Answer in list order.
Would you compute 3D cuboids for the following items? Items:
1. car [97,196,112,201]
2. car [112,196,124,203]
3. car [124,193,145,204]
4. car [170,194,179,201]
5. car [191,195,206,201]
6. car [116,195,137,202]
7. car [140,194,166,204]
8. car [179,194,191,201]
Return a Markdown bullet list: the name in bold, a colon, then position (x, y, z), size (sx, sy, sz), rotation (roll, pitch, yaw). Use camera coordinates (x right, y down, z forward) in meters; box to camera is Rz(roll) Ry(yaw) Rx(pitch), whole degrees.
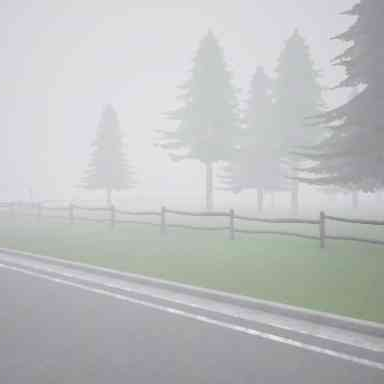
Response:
- **car**: position (-20.734, 1.565, 80.679), size (1.895, 1.301, 4.718), rotation (0, 0, 36)
- **car**: position (-12.638, 1.562, 66.143), size (2.033, 1.411, 5.357), rotation (0, 0, 35)
- **car**: position (-9.748, 1.257, 64.169), size (2.150, 2.045, 5.566), rotation (0, 0, 35)
- **car**: position (-3.208, 1.295, 79.260), size (2.097, 1.767, 4.553), rotation (0, 0, 36)
- **car**: position (2.469, 1.535, 75.164), size (1.895, 1.301, 4.718), rotation (0, 0, 36)
- **car**: position (-15.051, 1.451, 76.592), size (1.882, 1.535, 5.008), rotation (0, 0, 36)
- **car**: position (-6.892, 1.532, 62.145), size (1.812, 1.442, 4.674), rotation (0, 0, 35)
- **car**: position (-0.370, 1.464, 77.212), size (1.812, 1.442, 4.674), rotation (0, 0, 36)
